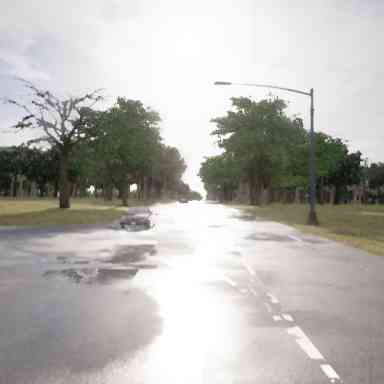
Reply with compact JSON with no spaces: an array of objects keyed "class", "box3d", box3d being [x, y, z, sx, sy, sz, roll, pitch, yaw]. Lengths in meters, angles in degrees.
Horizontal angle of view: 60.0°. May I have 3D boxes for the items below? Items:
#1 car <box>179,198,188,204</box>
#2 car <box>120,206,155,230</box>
[{"class":"car","box3d":[-2.147,2.392,87.444,1.994,1.385,4.181,0,-1,7]},{"class":"car","box3d":[-3.525,1.663,22.328,1.812,1.442,4.674,0,-1,0]}]
